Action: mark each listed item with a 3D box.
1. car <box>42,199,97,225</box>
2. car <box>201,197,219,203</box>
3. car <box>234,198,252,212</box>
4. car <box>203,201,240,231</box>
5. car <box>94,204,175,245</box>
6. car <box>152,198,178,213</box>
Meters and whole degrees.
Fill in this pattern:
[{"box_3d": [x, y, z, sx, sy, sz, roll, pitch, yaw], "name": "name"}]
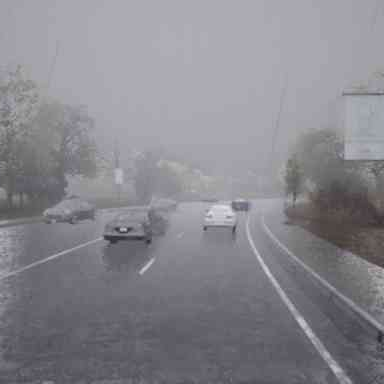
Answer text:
[{"box_3d": [-8.491, 1.284, 23.513, 2.097, 1.767, 4.553, 0, 0, 10], "name": "car"}, {"box_3d": [3.414, 1.504, 62.648, 1.895, 1.301, 4.718, 0, 0, 25], "name": "car"}, {"box_3d": [5.677, 1.444, 38.027, 1.882, 1.535, 5.008, 0, 0, 16], "name": "car"}, {"box_3d": [1.801, 1.503, 20.306, 1.812, 1.442, 4.674, 0, 0, 8], "name": "car"}, {"box_3d": [-2.401, 1.516, 15.524, 2.033, 1.411, 5.357, 0, 0, 7], "name": "car"}, {"box_3d": [-2.775, 1.440, 34.169, 1.837, 1.490, 4.892, 0, 0, 14], "name": "car"}]
